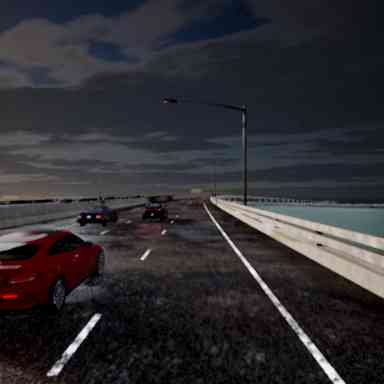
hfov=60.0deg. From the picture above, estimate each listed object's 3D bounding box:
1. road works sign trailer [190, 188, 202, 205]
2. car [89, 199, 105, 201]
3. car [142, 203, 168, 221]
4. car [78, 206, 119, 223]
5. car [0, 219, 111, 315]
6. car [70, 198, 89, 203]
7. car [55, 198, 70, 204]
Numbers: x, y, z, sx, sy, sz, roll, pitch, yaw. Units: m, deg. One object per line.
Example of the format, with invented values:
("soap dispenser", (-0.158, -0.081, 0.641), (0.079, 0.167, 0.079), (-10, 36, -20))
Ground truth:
("road works sign trailer", (0.911, 0.909, 70.635), (2.380, 3.560, 2.880), (0, 0, 2))
("car", (-16.832, 1.955, 61.537), (1.994, 1.385, 4.181), (0, 0, 2))
("car", (-3.230, 1.685, 29.729), (2.128, 1.511, 4.902), (0, 0, 1))
("car", (-6.785, 1.708, 24.465), (2.033, 1.411, 5.357), (0, 0, 1))
("car", (-3.390, 1.577, 7.537), (1.812, 1.442, 4.674), (0, 0, 0))
("car", (-20.313, 1.897, 61.955), (1.837, 1.490, 4.892), (0, 0, 2))
("car", (-23.810, 1.900, 61.921), (2.128, 1.511, 4.902), (0, 0, 2))
